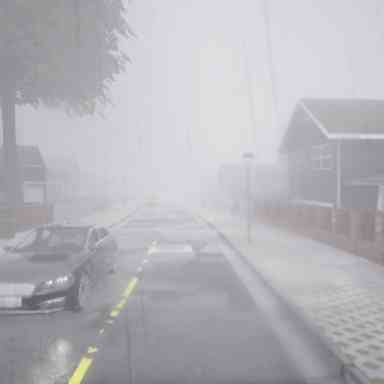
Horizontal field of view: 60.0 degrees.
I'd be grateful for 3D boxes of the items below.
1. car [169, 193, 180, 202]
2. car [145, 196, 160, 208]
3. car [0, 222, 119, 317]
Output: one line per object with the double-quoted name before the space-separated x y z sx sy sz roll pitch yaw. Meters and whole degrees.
"car" -3.701 1.331 69.190 1.812 1.442 4.674 0 1 -2
"car" -5.789 1.364 48.954 2.097 1.767 4.553 0 0 -6
"car" -2.978 1.516 7.803 2.128 1.511 4.902 0 0 -1
